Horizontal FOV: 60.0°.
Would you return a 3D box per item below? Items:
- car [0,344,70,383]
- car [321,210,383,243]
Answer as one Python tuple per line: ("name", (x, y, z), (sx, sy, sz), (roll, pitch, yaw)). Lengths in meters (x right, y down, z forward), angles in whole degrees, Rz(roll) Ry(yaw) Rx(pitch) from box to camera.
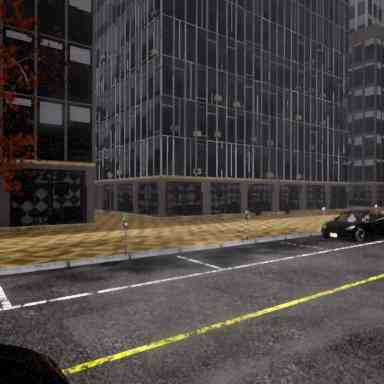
("car", (-2.915, 1.507, 1.245), (4.892, 1.490, 1.837), (-1, 0, -35))
("car", (8.140, 1.563, 16.226), (4.313, 1.339, 1.947), (0, 0, -36))
